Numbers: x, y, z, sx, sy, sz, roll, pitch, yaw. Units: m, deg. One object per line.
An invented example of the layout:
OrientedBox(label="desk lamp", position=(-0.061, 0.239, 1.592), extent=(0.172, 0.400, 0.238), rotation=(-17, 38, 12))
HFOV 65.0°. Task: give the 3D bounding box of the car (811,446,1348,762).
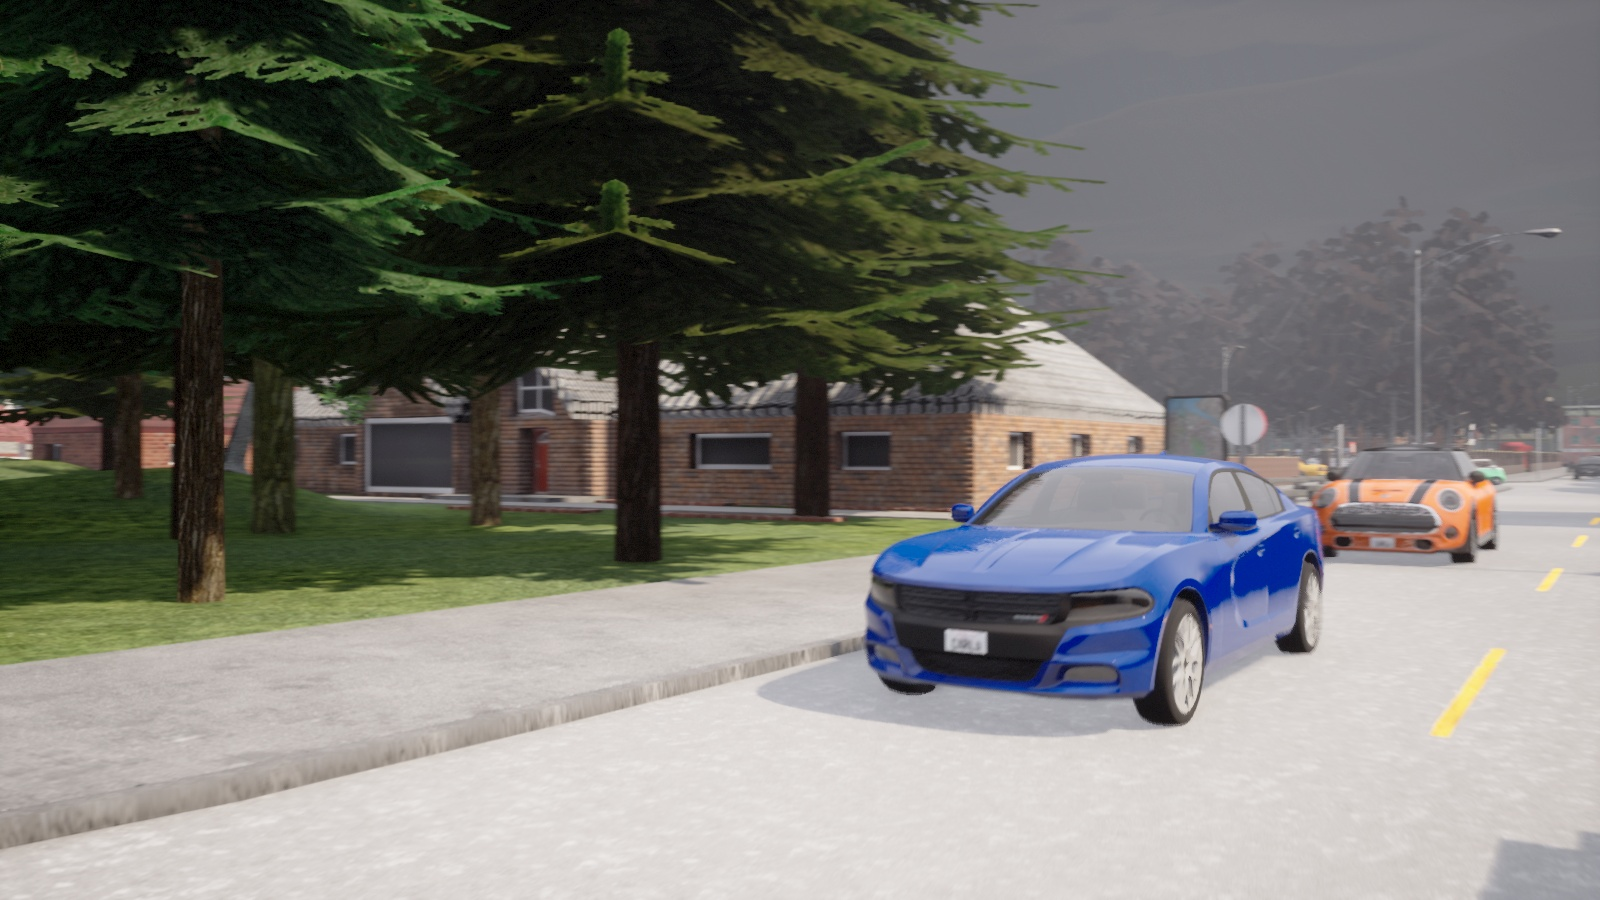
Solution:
OrientedBox(label="car", position=(2.260, 0.759, 8.689), extent=(1.882, 1.535, 5.008), rotation=(0, 0, 35))

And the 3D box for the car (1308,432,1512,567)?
OrientedBox(label="car", position=(9.302, 0.664, 18.929), extent=(2.097, 1.767, 4.553), rotation=(0, 0, 35))

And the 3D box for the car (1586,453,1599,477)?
OrientedBox(label="car", position=(52.277, 0.963, 81.596), extent=(1.837, 1.490, 4.892), rotation=(0, 0, 35))

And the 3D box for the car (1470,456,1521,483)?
OrientedBox(label="car", position=(35.717, 0.991, 64.528), extent=(2.207, 1.376, 1.481), rotation=(-1, 0, 25))

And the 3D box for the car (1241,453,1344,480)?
OrientedBox(label="car", position=(28.933, 0.952, 73.798), extent=(5.366, 1.575, 1.801), rotation=(0, 0, 32))
